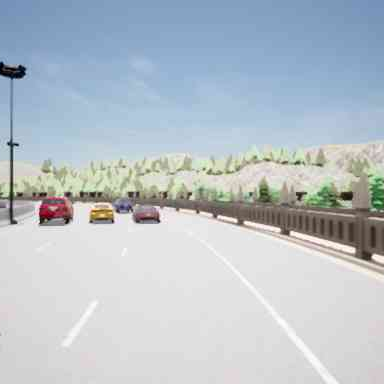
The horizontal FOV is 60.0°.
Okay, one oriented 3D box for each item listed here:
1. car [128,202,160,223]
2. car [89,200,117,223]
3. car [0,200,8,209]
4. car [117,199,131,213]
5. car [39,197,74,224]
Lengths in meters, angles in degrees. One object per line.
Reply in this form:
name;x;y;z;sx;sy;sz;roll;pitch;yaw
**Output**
car;-3.907;1.746;27.751;1.994;1.385;4.181;0;0;-15
car;-7.559;1.666;27.845;1.882;1.535;5.008;0;0;-16
car;-27.914;1.912;48.106;1.994;1.385;4.181;0;0;-31
car;-8.644;1.628;41.331;2.097;1.767;4.553;0;0;-22
car;-10.838;1.409;26.775;2.150;2.045;5.566;0;0;-16
